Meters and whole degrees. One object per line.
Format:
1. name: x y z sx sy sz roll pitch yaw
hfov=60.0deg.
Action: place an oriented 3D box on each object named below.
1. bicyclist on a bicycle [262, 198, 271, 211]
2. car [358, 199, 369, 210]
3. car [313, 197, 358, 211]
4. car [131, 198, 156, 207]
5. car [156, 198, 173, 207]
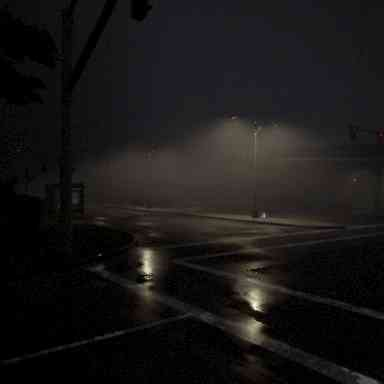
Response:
1. bicyclist on a bicycle: 9.348 1.537 41.807 1.656 1.620 0.582 -6 -7 -36
2. car: 21.197 1.600 44.054 1.970 1.475 3.806 0 0 -35
3. car: 16.921 1.419 40.144 2.242 1.667 4.611 0 0 -35
4. car: -8.027 1.644 52.832 1.994 1.385 4.181 0 0 -35
5. car: -5.156 1.639 54.833 2.033 1.411 5.357 0 0 -35
